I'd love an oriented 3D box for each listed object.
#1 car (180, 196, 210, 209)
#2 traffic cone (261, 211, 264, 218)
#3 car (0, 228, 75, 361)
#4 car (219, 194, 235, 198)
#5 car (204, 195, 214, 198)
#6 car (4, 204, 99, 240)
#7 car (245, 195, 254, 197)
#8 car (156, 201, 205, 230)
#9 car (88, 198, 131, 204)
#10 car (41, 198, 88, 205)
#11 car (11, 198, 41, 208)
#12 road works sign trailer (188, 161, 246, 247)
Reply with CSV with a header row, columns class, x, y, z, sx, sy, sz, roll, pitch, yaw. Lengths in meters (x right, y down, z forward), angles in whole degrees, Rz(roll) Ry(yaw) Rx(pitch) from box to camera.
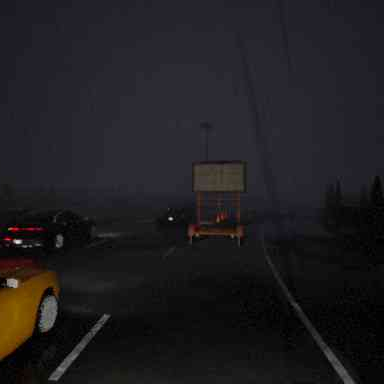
class,x,y,z,sx,sy,sz,roll,pitch,yaw
car,-0.254,1.431,33.903,2.033,1.411,5.357,0,0,22
traffic cone,5.760,1.861,27.234,0.340,0.580,0.340,0,0,14
car,-3.196,1.465,3.544,1.882,1.535,5.008,0,0,2
car,7.195,1.117,68.635,2.097,1.767,4.553,0,0,33
car,3.037,1.320,68.627,1.994,1.385,4.181,0,0,33
car,-5.643,1.457,13.892,1.837,1.490,4.892,0,0,9
car,11.975,1.354,69.622,1.895,1.301,4.718,0,0,32
car,-0.727,1.493,20.677,1.994,1.385,4.181,0,0,13
car,-7.897,1.375,33.799,2.128,1.511,4.902,0,0,20
car,-11.944,1.434,33.041,2.033,1.411,5.357,0,0,19
car,-15.565,1.392,32.995,1.837,1.490,4.892,0,0,18
road works sign trailer,1.235,0.413,14.948,2.380,3.560,2.880,0,0,14
